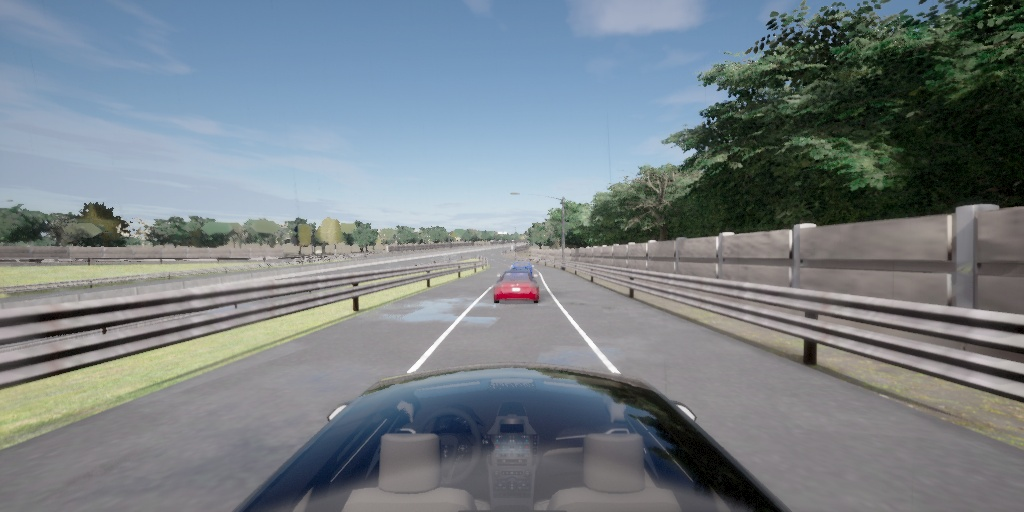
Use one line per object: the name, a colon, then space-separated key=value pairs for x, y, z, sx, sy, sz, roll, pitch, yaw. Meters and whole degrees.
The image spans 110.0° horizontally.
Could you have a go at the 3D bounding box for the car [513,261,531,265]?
car: x=0.896 y=1.217 z=31.349 sx=1.882 sy=1.535 sz=5.008 roll=0 pitch=0 yaw=3

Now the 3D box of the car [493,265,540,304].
car: x=0.223 y=1.312 z=16.407 sx=1.994 sy=1.385 sz=4.181 roll=0 pitch=0 yaw=2
